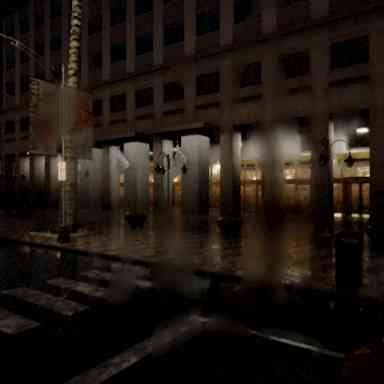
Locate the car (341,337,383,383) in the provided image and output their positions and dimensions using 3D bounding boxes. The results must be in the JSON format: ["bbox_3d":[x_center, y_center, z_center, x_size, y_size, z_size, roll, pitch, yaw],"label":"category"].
[{"bbox_3d":[3.244,1.527,1.652,4.674,1.442,1.812,0,0,36],"label":"car"}]
